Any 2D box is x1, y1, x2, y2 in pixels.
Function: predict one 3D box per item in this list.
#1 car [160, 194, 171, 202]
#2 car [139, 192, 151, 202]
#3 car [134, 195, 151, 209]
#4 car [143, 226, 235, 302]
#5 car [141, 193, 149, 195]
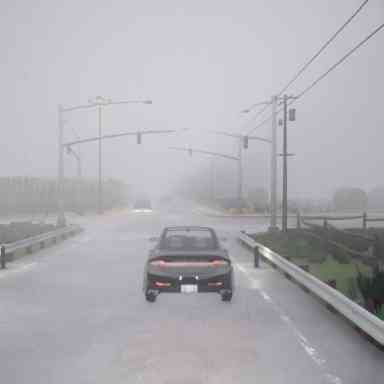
[{"bbox_3d":[-4.914,1.092,61.370,1.812,1.442,4.674,0,1,-7],"label":"car"},{"bbox_3d":[-8.641,0.916,61.491,2.097,1.767,4.553,0,1,-7],"label":"car"},{"bbox_3d":[-6.324,1.463,42.854,1.994,1.385,4.181,0,1,-7],"label":"car"},{"bbox_3d":[-0.094,1.615,8.498,2.128,1.511,4.902,0,-2,-1],"label":"car"},{"bbox_3d":[-7.389,1.270,51.452,1.812,1.442,4.674,0,1,-7],"label":"car"}]
